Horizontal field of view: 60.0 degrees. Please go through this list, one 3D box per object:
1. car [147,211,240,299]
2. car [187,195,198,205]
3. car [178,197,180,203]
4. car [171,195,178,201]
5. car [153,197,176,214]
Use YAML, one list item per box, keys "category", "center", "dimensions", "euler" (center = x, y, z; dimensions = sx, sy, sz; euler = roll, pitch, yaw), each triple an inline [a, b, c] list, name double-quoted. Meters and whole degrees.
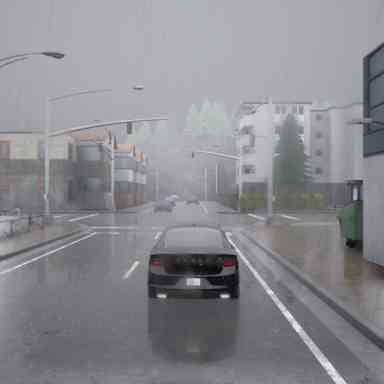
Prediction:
- category: "car"
  center: [0.050, 1.478, 8.498]
  dimensions: [1.882, 1.535, 5.008]
  euler: [0, 0, 1]
- category: "car"
  center: [0.104, 1.352, 60.303]
  dimensions: [2.097, 1.767, 4.553]
  euler: [0, 0, 0]
- category: "car"
  center: [-3.493, 1.330, 67.915]
  dimensions: [1.812, 1.442, 4.674]
  euler: [0, 0, 0]
- category: "car"
  center: [-3.585, 1.477, 51.711]
  dimensions: [1.882, 1.535, 5.008]
  euler: [0, 0, 0]
- category: "car"
  center: [-3.201, 1.539, 36.013]
  dimensions: [2.033, 1.411, 5.357]
  euler: [0, 0, -7]
